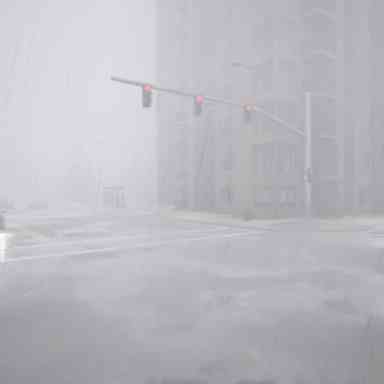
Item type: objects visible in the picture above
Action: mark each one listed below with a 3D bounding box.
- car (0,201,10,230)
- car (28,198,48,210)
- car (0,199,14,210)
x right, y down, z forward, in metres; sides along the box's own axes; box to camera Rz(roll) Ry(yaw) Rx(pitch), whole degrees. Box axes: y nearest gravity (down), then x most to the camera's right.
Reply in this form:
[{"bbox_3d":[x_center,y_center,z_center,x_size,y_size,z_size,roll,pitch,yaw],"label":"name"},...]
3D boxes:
[{"bbox_3d":[-12.609,1.495,20.234,1.837,1.490,4.892,0,0,-36],"label":"car"},{"bbox_3d":[-19.958,1.507,42.970,1.994,1.385,4.181,0,0,-32],"label":"car"},{"bbox_3d":[-23.566,1.515,41.256,2.033,1.411,5.357,-1,0,-39],"label":"car"}]
